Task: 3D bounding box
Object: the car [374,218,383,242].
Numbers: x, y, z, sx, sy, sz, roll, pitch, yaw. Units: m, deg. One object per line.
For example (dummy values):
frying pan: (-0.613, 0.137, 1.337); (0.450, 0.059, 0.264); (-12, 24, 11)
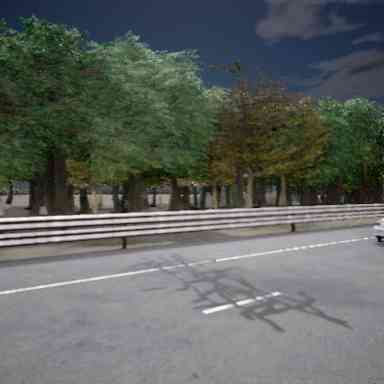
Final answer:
car: (9.935, 1.512, 14.780); (4.674, 1.442, 1.812); (0, 0, -33)
